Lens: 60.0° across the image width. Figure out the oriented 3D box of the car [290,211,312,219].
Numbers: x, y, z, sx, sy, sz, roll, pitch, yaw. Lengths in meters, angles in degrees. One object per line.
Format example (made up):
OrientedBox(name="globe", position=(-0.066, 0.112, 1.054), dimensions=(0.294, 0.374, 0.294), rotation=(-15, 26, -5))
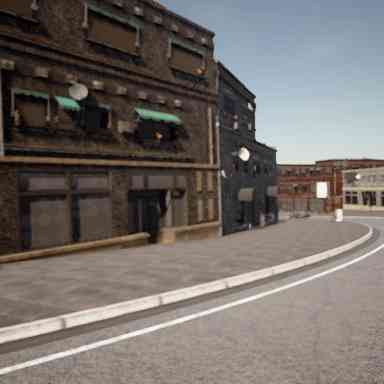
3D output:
OrientedBox(name="car", position=(20.389, 4.351, 62.562), dimensions=(2.033, 1.411, 5.357), rotation=(-2, -4, -13))
